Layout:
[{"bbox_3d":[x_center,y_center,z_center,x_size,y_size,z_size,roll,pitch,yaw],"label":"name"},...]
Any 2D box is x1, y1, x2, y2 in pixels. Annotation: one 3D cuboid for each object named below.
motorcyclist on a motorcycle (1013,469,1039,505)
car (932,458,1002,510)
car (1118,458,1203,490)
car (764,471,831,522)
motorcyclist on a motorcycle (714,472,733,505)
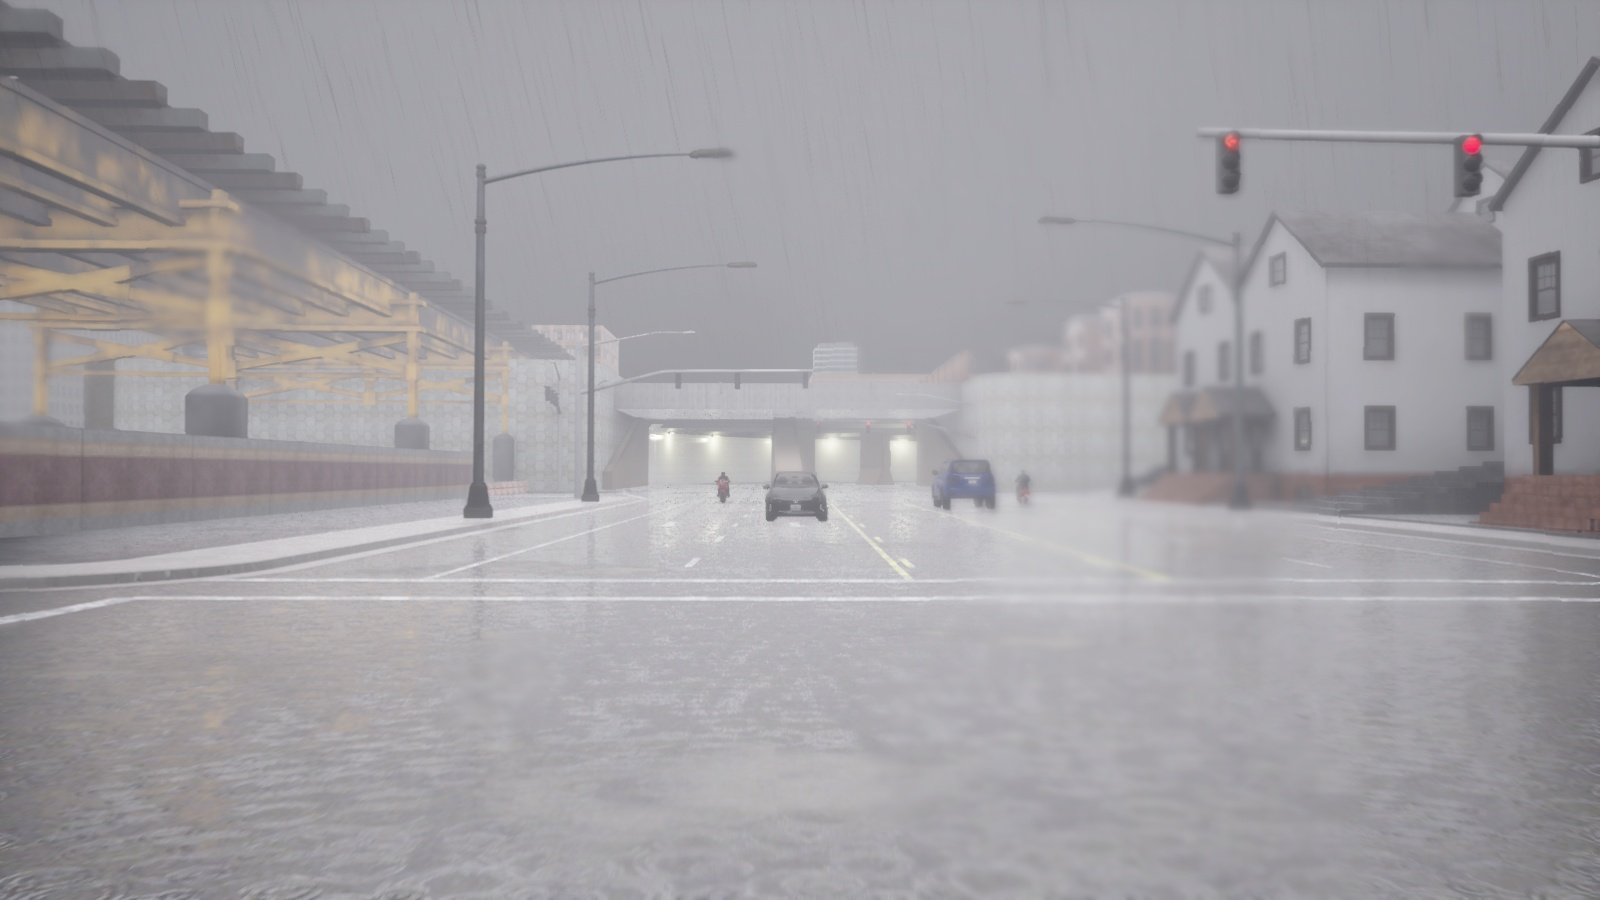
[{"bbox_3d":[10.412,1.696,57.915,0.866,1.590,1.817,0,-1,-1],"label":"motorcyclist on a motorcycle"},{"bbox_3d":[6.878,1.381,52.266,2.150,2.045,5.566,0,-1,0],"label":"car"},{"bbox_3d":[22.493,1.492,78.476,4.674,1.442,1.812,-7,-1,-1],"label":"car"},{"bbox_3d":[-0.091,1.431,39.945,2.007,1.525,4.514,0,-1,0],"label":"car"},{"bbox_3d":[-3.637,1.814,59.871,0.797,1.523,2.044,0,-1,0],"label":"motorcyclist on a motorcycle"}]
